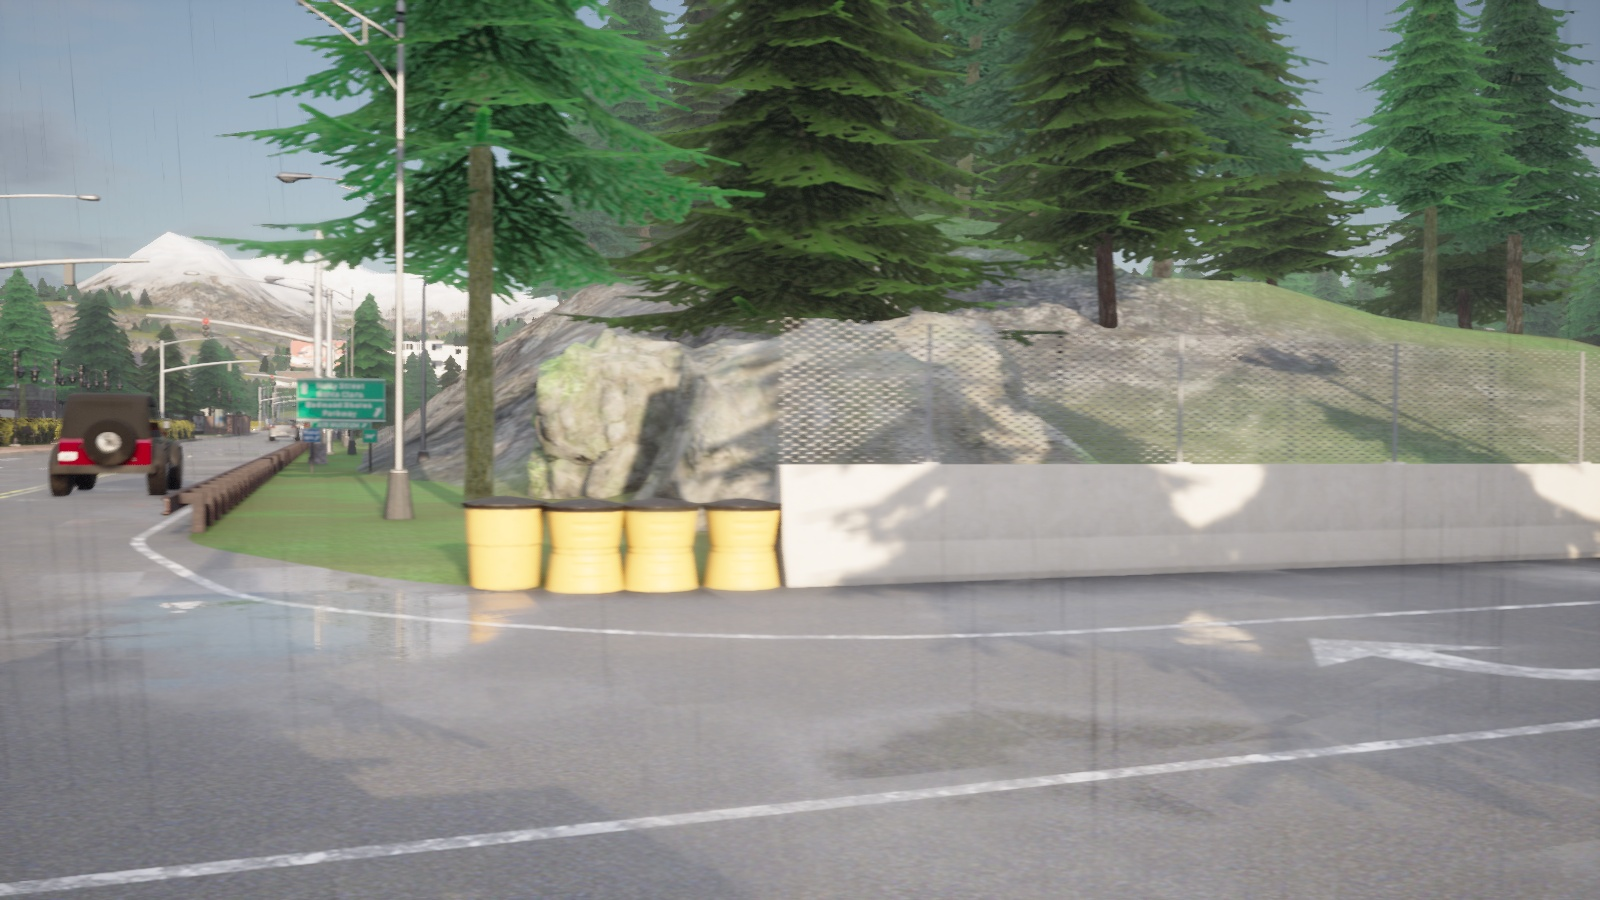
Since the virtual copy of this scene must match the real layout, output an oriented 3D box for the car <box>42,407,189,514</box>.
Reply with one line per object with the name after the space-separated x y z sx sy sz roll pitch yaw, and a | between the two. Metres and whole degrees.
-13.019 0.150 24.129 1.905 1.878 3.866 -1 1 -20 | car
